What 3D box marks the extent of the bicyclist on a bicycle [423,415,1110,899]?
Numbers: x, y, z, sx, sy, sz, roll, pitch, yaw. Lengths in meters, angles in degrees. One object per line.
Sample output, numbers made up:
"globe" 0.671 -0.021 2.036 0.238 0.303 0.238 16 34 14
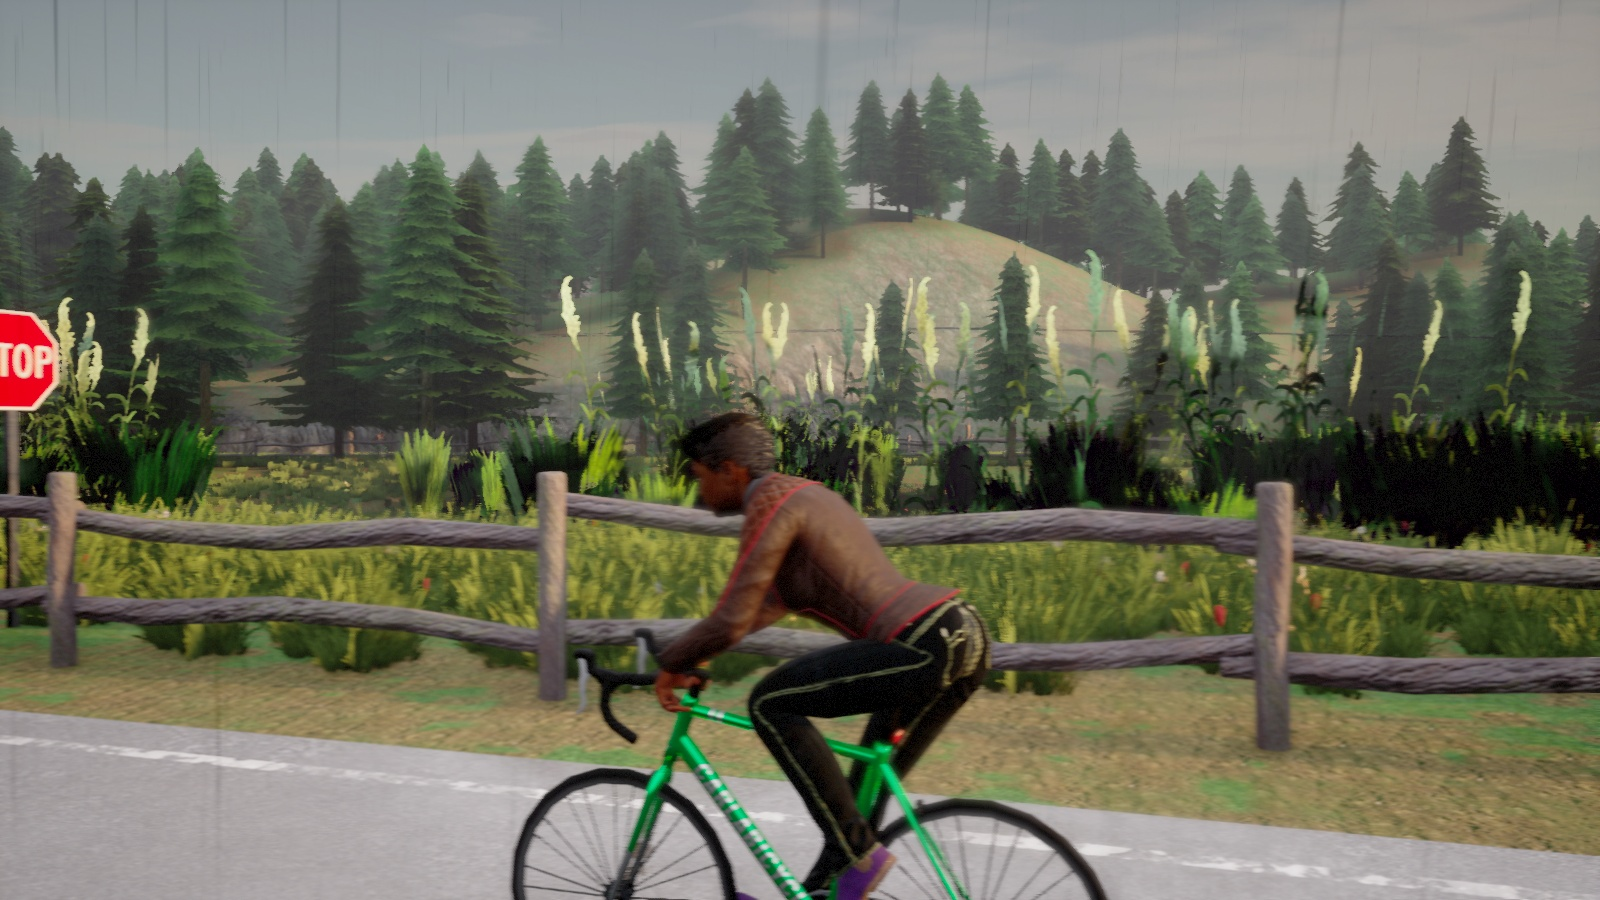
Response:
"bicyclist on a bicycle" -0.082 0.727 3.224 1.656 1.620 0.582 0 1 19
